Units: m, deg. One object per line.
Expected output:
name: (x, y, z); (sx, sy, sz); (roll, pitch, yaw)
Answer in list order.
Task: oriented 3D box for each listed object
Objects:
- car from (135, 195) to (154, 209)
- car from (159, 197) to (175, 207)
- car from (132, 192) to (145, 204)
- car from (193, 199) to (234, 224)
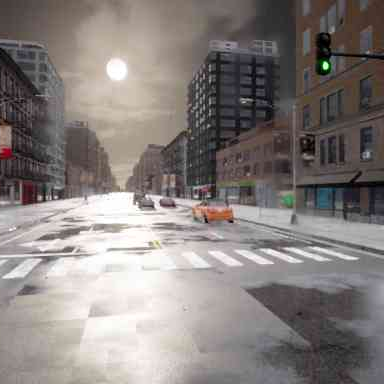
car: (-6.146, 1.458, 44.333); (1.994, 1.385, 4.181); (0, 0, -12)
car: (-3.677, 1.448, 48.318); (1.994, 1.385, 4.181); (0, 0, -12)
car: (-9.135, 1.081, 57.792); (2.150, 2.045, 5.566); (0, 0, -12)
car: (1.442, 1.297, 24.433); (2.097, 1.767, 4.553); (0, 0, -12)
